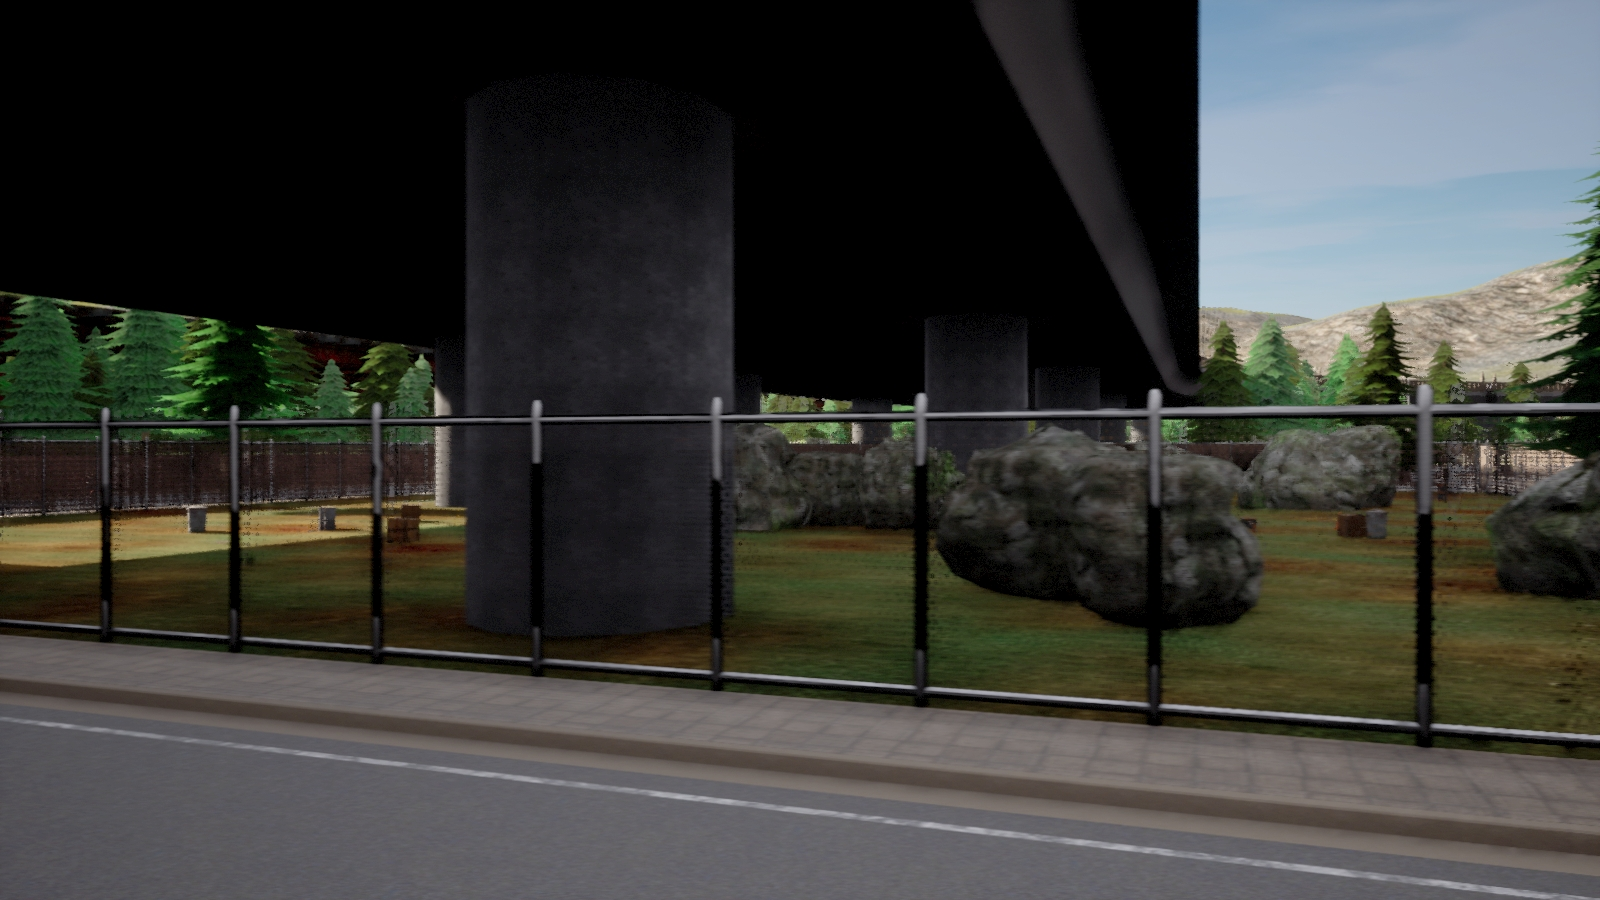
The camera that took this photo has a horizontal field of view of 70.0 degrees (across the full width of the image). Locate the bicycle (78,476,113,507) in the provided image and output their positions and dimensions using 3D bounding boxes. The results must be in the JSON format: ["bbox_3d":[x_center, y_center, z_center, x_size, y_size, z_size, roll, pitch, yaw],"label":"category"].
[{"bbox_3d":[-35.150,2.057,57.017,0.373,1.496,1.643,1,0,16],"label":"bicycle"}]
